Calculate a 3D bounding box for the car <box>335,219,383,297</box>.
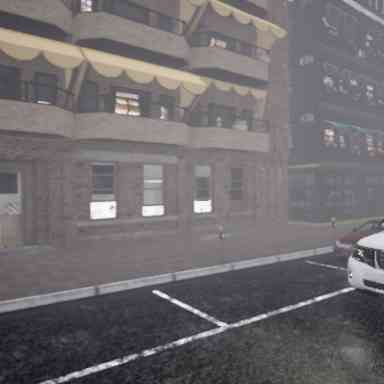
[{"bbox_3d":[5.852,1.223,7.502,5.566,2.045,2.150,0,0,-35],"label":"car"}]
